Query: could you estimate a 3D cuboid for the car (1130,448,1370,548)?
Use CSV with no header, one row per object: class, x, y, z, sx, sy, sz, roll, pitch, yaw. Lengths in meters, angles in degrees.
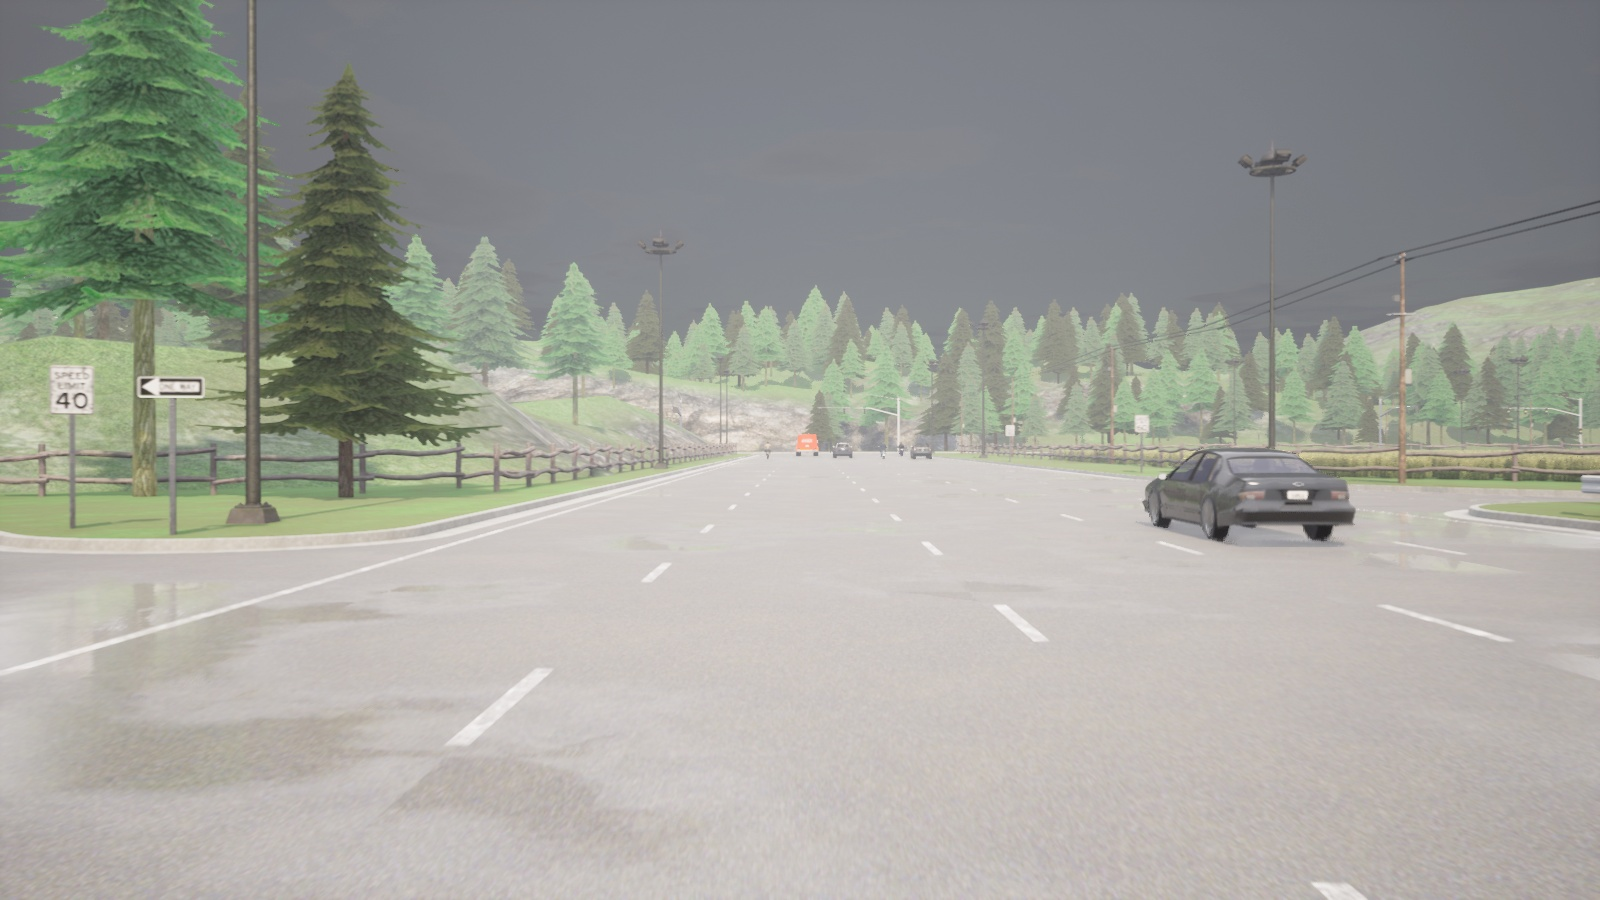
car,7.132,0.684,20.614,2.033,1.411,5.357,0,0,0
